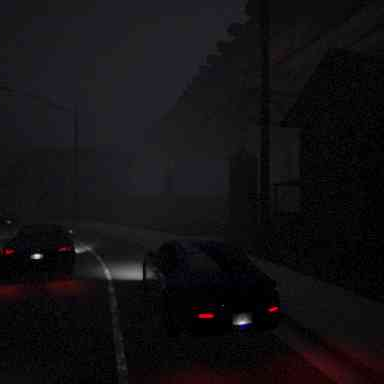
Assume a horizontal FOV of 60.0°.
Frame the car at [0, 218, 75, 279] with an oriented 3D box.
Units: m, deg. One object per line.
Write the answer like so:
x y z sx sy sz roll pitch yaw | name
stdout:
-4.936 1.759 10.924 1.994 1.385 4.181 1 -1 -21 | car

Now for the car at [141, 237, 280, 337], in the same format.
0.085 1.656 6.900 1.812 1.442 4.674 0 -1 -16 | car

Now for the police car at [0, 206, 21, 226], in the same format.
-14.196 1.846 24.205 5.238 1.638 1.930 -1 -2 44 | police car
